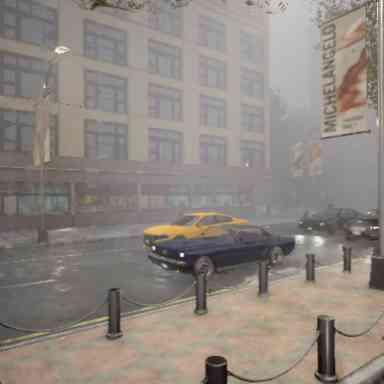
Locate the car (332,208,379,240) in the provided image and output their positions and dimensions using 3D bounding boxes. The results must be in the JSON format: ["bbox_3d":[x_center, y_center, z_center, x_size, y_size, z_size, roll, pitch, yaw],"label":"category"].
[{"bbox_3d":[9.400,1.587,16.447,4.902,1.511,2.128,0,-1,-36],"label":"car"}]

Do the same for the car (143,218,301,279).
[{"bbox_3d":[1.048,1.696,10.344,4.718,1.301,1.895,0,-1,-36],"label":"car"}]

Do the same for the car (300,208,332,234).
[{"bbox_3d":[8.798,1.684,20.333,5.357,1.411,2.033,0,-1,-36],"label":"car"}]

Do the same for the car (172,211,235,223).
[{"bbox_3d":[0.316,1.613,14.146,5.008,1.535,1.882,0,-1,-36],"label":"car"}]
